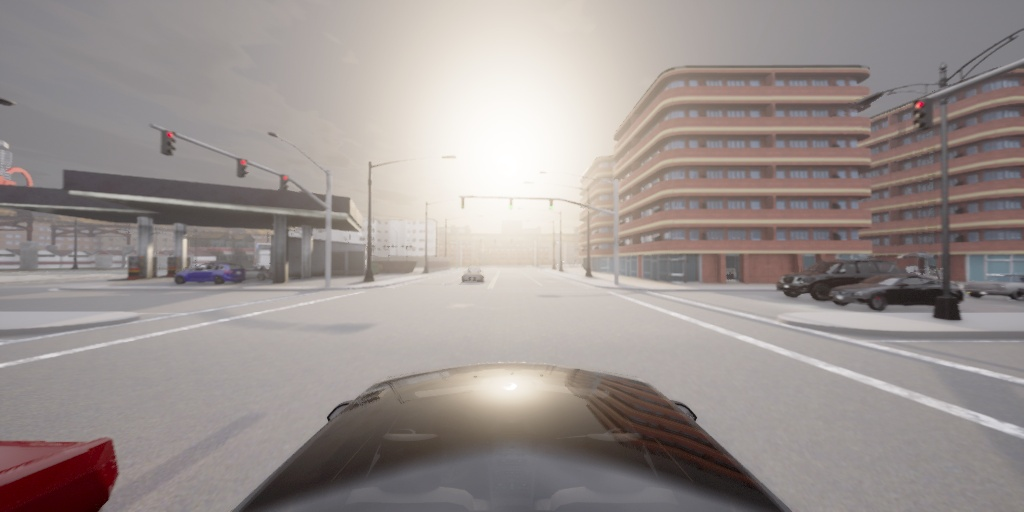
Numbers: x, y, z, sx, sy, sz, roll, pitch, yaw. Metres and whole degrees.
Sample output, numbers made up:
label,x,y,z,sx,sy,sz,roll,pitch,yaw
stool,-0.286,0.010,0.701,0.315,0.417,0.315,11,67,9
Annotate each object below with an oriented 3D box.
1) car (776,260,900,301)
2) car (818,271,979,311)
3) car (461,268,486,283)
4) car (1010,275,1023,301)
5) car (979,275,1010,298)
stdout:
label,x,y,z,sx,sy,sz,roll,pitch,yaw
car,17.069,1.233,18.736,5.566,2.045,2.150,0,-1,0
car,16.208,1.488,15.222,4.674,1.442,1.812,0,-1,0
car,-3.474,1.795,32.896,1.994,1.385,4.181,0,0,-1
car,25.248,1.468,15.242,4.902,1.511,2.128,0,-1,1
car,26.833,1.630,18.765,4.718,1.301,1.895,0,-1,0
